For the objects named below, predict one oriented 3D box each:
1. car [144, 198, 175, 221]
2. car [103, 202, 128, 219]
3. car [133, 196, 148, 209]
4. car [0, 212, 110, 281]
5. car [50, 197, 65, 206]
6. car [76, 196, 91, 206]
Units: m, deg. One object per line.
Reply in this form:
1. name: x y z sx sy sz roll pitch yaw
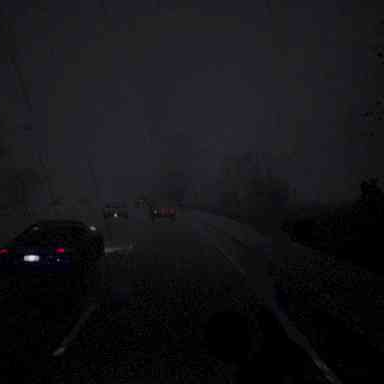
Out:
1. car: -2.475 1.426 26.353 2.033 1.411 5.357 0 0 -10
2. car: -6.310 1.474 27.768 1.895 1.301 4.718 0 0 -11
3. car: -6.451 1.296 42.694 2.128 1.511 4.902 0 0 -17
4. car: -3.914 1.521 9.835 1.994 1.385 4.181 0 0 -4
5. car: -19.618 1.371 48.597 1.895 1.301 4.718 0 0 -20
6. car: -16.016 1.319 48.987 2.033 1.411 5.357 0 0 -19
